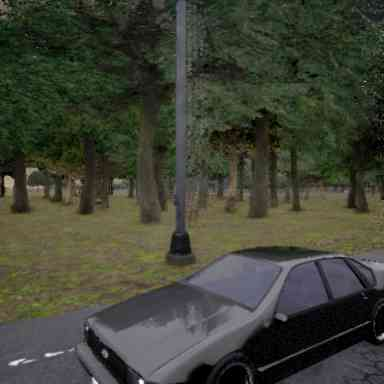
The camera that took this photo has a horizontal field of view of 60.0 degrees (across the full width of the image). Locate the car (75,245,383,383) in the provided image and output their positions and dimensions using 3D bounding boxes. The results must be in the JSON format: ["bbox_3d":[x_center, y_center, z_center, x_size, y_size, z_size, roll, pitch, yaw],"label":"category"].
[{"bbox_3d":[1.223,1.562,4.868,5.357,1.411,2.033,0,0,-35],"label":"car"}]
